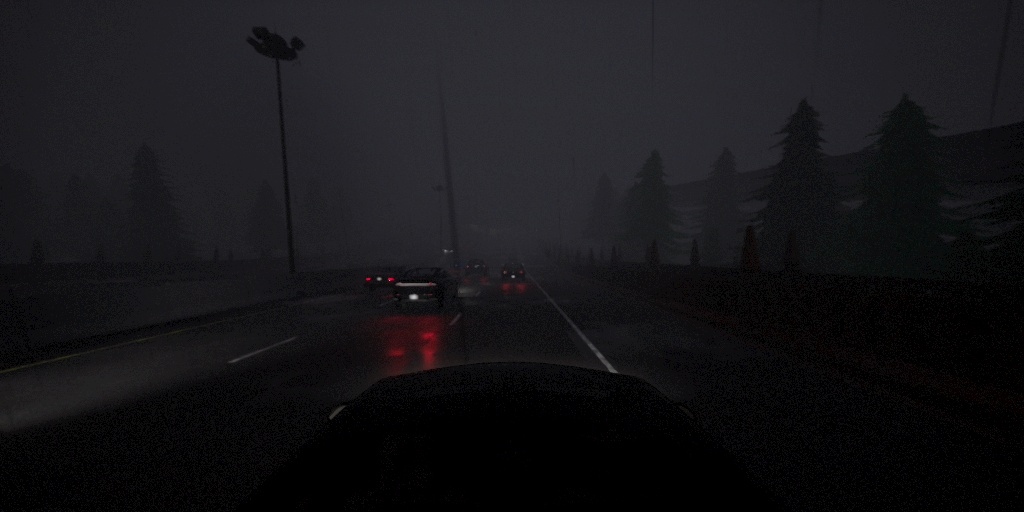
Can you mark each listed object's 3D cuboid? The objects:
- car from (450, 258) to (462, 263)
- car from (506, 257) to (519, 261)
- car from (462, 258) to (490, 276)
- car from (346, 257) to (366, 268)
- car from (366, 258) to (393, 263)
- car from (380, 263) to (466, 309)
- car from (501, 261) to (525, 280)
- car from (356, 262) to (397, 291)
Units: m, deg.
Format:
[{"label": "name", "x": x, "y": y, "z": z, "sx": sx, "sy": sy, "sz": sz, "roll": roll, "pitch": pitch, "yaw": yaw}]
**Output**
[{"label": "car", "x": -6.913, "y": 0.938, "z": 47.187, "sx": 1.882, "sy": 1.535, "sz": 5.008, "roll": 0, "pitch": 2, "yaw": 0}, {"label": "car", "x": 0.086, "y": 0.841, "z": 51.084, "sx": 1.994, "sy": 1.385, "sz": 4.181, "roll": 0, "pitch": 3, "yaw": 0}, {"label": "car", "x": -3.410, "y": 1.017, "z": 36.130, "sx": 2.097, "sy": 1.767, "sz": 4.553, "roll": 0, "pitch": 0, "yaw": 0}, {"label": "car", "x": -21.069, "y": 0.880, "z": 49.479, "sx": 1.812, "sy": 1.442, "sz": 4.674, "roll": 0, "pitch": 3, "yaw": 0}, {"label": "car", "x": -14.095, "y": 1.168, "z": 39.720, "sx": 1.812, "sy": 1.442, "sz": 4.674, "roll": 0, "pitch": 0, "yaw": 0}, {"label": "car", "x": -3.404, "y": 1.208, "z": 14.845, "sx": 2.128, "sy": 1.511, "sz": 4.902, "roll": 0, "pitch": 0, "yaw": 0}, {"label": "car", "x": 0.092, "y": 1.282, "z": 29.637, "sx": 1.895, "sy": 1.301, "sz": 4.718, "roll": 0, "pitch": 0, "yaw": 0}, {"label": "car", "x": -6.906, "y": 1.249, "z": 21.159, "sx": 2.033, "sy": 1.411, "sz": 5.357, "roll": 0, "pitch": 0, "yaw": 0}]
